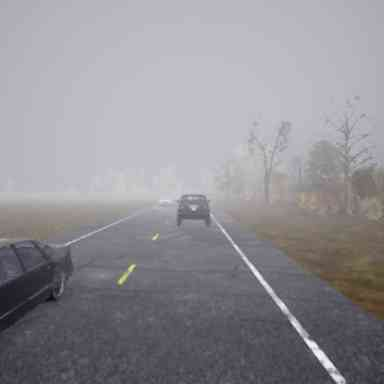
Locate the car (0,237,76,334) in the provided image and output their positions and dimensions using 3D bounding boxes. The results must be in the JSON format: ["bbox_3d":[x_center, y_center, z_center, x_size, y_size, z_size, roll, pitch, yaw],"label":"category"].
[{"bbox_3d":[-3.599,1.522,5.449,2.033,1.411,5.357,0,0,0],"label":"car"}]

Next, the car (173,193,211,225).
[{"bbox_3d":[0.102,1.110,22.969,2.150,2.045,5.566,0,0,0],"label":"car"}]

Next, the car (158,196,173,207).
[{"bbox_3d":[-3.574,1.281,45.848,1.812,1.442,4.674,0,0,0],"label":"car"}]

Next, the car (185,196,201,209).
[{"bbox_3d":[0.102,1.257,42.004,1.882,1.535,5.008,0,0,0],"label":"car"}]
